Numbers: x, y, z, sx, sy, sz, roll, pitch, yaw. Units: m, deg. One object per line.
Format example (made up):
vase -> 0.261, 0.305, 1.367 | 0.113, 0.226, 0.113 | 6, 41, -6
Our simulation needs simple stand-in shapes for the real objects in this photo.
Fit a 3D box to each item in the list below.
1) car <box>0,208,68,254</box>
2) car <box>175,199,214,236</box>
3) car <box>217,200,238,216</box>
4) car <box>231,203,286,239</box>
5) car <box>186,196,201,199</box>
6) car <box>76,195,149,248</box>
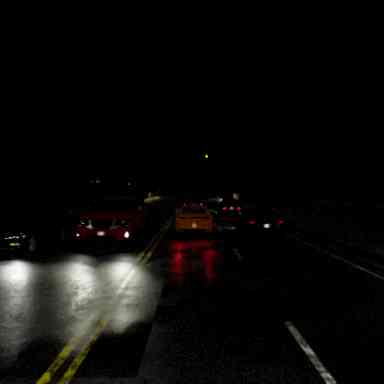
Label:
car -> -6.544, 1.439, 13.268 | 1.837, 1.490, 4.892 | 0, 0, 0
car -> 0.104, 1.386, 17.915 | 1.882, 1.535, 5.008 | 0, 0, 0
car -> 3.349, 1.390, 30.406 | 2.033, 1.411, 5.357 | 0, 0, 0
car -> 3.354, 1.476, 16.918 | 1.994, 1.385, 4.181 | 0, 0, 0
car -> 0.110, 1.193, 30.852 | 2.097, 1.767, 4.553 | 0, 0, 0
car -> -3.281, 1.147, 14.841 | 2.150, 2.045, 5.566 | 0, 0, 1
